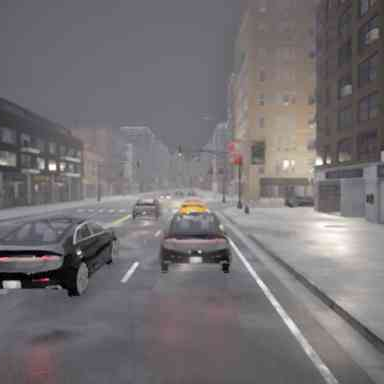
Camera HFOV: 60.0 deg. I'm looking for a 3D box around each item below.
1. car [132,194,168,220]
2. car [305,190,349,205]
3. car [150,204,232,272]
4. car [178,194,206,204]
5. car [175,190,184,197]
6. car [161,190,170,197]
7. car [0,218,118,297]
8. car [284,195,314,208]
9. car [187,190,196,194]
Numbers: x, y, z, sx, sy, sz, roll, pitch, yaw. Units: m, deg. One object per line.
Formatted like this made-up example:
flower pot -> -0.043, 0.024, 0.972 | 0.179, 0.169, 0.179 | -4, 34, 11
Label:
car -> -3.179, 1.170, 24.460 | 2.128, 1.511, 4.902 | 0, 1, 0
car -> 18.041, 0.712, 44.682 | 5.009, 1.841, 2.192 | 0, 1, 0
car -> 0.088, 1.354, 10.260 | 2.128, 1.511, 4.902 | 0, 1, 0
car -> 0.073, 1.143, 25.413 | 1.882, 1.535, 5.008 | 0, 1, 0
car -> -3.358, 0.249, 86.078 | 2.097, 1.767, 4.553 | 0, 1, 0
car -> -6.604, 0.297, 83.063 | 2.097, 1.767, 4.553 | 0, 1, 0
car -> -3.161, 1.381, 8.264 | 2.128, 1.511, 4.902 | 0, 1, 0
car -> 12.352, 1.104, 36.681 | 4.313, 1.339, 1.947 | 0, 1, 0
car -> -0.107, 0.255, 85.698 | 2.097, 1.767, 4.553 | 0, 1, 0
